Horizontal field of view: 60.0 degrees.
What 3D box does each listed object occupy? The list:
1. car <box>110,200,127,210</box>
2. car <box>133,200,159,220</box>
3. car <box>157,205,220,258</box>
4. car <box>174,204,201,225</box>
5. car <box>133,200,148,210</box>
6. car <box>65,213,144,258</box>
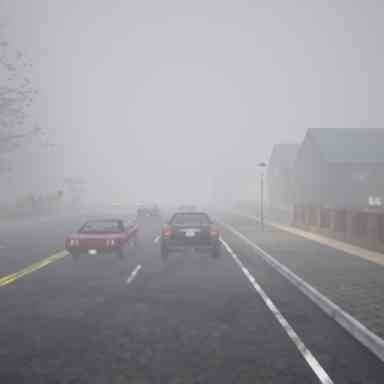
[{"bbox_3d":[-11.161,1.954,50.678,1.882,1.535,5.008,0,-1,-3],"label":"car"},{"bbox_3d":[-3.672,1.753,29.342,1.882,1.535,5.008,0,0,-1],"label":"car"},{"bbox_3d":[-0.065,1.478,13.517,2.097,1.767,4.553,0,-1,0],"label":"car"},{"bbox_3d":[-0.386,1.807,27.694,2.033,1.411,5.357,0,-1,-1],"label":"car"},{"bbox_3d":[-7.931,2.003,51.230,1.812,1.442,4.674,0,-1,-3],"label":"car"},{"bbox_3d":[-3.315,1.727,13.308,1.895,1.301,4.718,0,-1,0],"label":"car"}]
